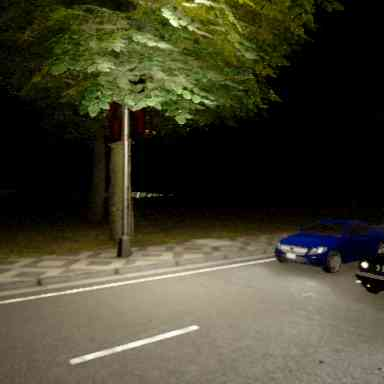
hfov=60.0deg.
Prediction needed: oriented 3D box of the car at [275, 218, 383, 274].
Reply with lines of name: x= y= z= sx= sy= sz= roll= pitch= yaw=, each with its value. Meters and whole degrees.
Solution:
car: x=4.807 y=1.639 z=11.112 sx=4.674 sy=1.442 sz=1.812 roll=1 pitch=0 yaw=-35

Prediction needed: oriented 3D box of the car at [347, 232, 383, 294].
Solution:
car: x=5.933 y=1.704 z=7.922 sx=4.718 sy=1.301 sz=1.895 roll=1 pitch=0 yaw=-36
